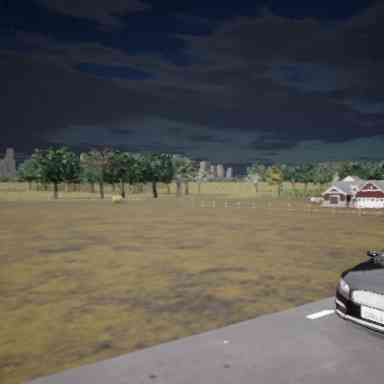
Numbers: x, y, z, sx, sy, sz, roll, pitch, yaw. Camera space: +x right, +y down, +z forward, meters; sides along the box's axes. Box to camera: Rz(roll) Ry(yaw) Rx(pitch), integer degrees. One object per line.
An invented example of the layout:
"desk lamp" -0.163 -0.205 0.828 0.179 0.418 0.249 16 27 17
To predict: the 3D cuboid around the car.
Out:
"car" 4.688 1.568 6.233 4.902 1.511 2.128 1 0 -34
